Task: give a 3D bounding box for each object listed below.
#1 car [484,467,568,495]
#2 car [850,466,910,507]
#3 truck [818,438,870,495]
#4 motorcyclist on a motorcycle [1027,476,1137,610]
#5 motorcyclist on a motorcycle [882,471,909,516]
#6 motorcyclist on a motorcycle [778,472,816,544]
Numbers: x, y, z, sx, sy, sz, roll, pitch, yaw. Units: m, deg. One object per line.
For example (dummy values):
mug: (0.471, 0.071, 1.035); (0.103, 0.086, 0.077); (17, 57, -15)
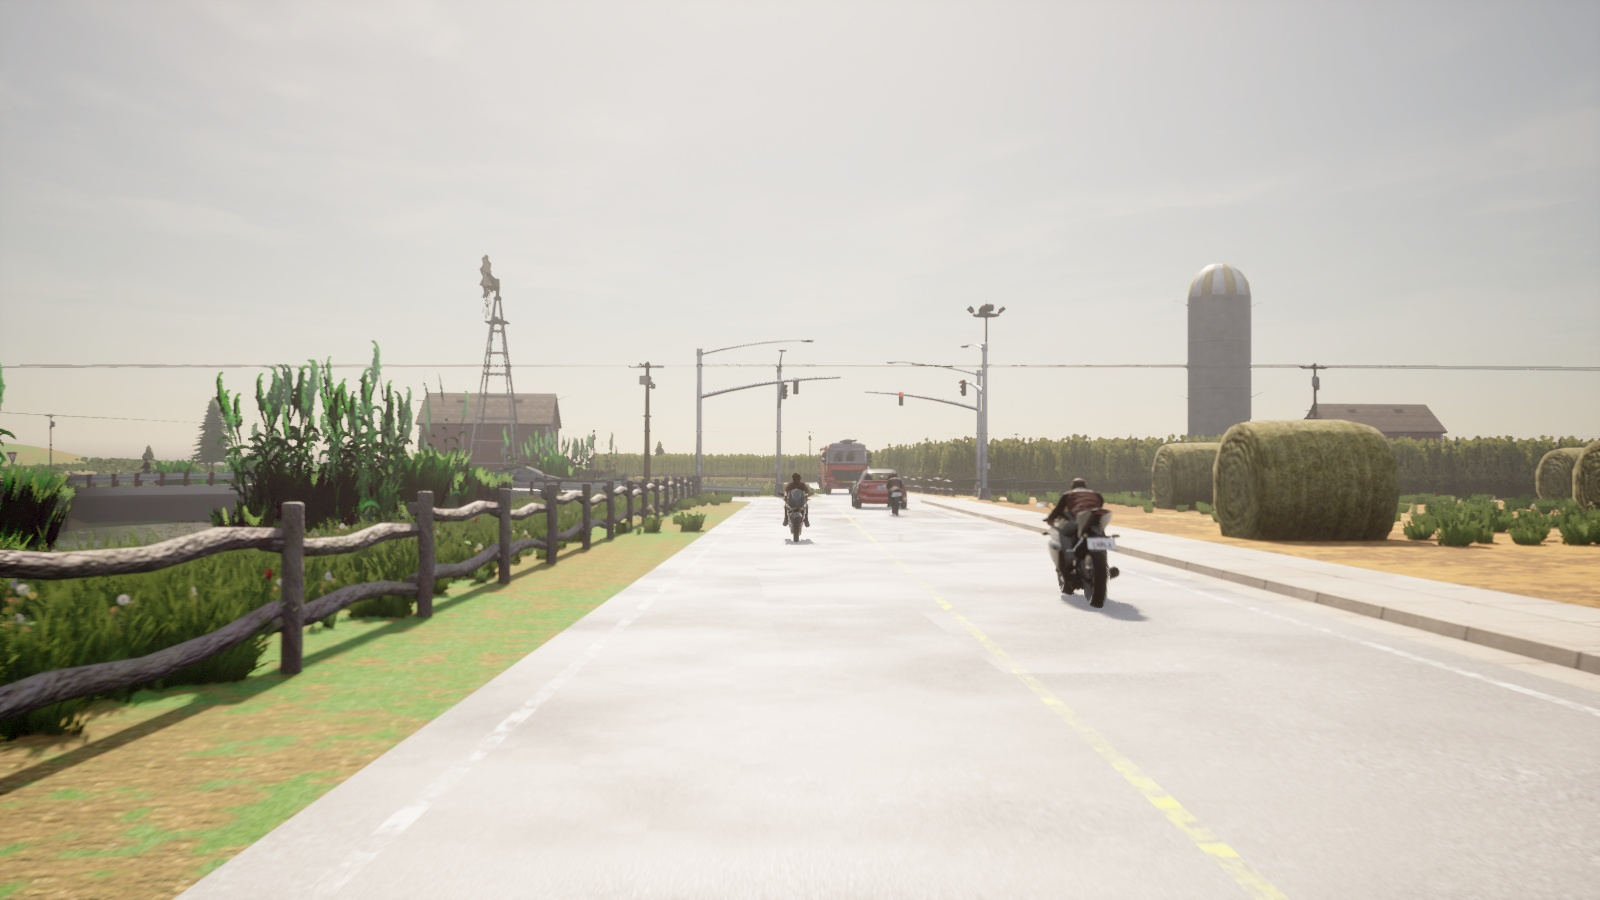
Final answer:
car: (-15.333, 1.743, 70.429); (4.181, 1.385, 1.994); (3, -1, 3)
car: (3.371, 1.545, 53.763); (2.242, 1.667, 4.611); (0, -1, 0)
truck: (3.036, 1.159, 88.805); (2.891, 3.827, 8.468); (0, -1, -3)
motorcyclist on a motorcycle: (3.462, 1.097, 15.623); (0.866, 1.530, 2.191); (0, -1, 0)
motorcyclist on a motorcycle: (3.390, 1.535, 44.806); (0.797, 1.523, 2.044); (0, 0, 0)
motorcyclist on a motorcycle: (-0.069, 1.264, 27.886); (0.797, 1.523, 2.044); (0, -1, 0)
